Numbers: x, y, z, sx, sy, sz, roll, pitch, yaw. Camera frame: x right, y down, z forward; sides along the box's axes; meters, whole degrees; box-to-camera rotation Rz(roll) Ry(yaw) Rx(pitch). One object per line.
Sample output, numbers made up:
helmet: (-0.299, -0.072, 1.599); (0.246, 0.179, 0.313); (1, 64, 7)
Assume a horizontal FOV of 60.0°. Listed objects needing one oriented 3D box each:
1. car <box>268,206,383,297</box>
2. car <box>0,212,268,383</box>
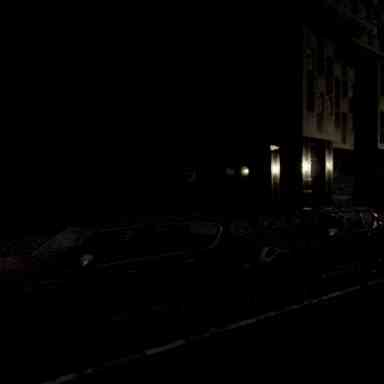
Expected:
car: (3.263, 1.331, 8.857); (5.009, 1.841, 2.192); (0, 0, -35)
car: (-1.329, 1.320, 5.582); (5.009, 1.841, 2.192); (0, 0, -35)
